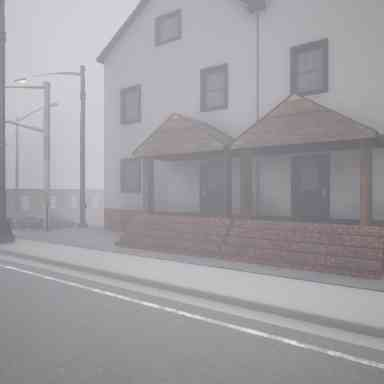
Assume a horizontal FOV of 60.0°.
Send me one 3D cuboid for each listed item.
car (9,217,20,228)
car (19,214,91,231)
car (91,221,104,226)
[{"bbox_3d":[-14.069,2.655,29.317,1.994,1.385,4.181,0,-9,36],"label":"car"},{"bbox_3d":[-11.062,2.602,27.130,1.812,1.442,4.674,0,-9,36],"label":"car"},{"bbox_3d":[-8.969,3.820,36.408,2.097,1.767,4.553,0,-12,35],"label":"car"}]
